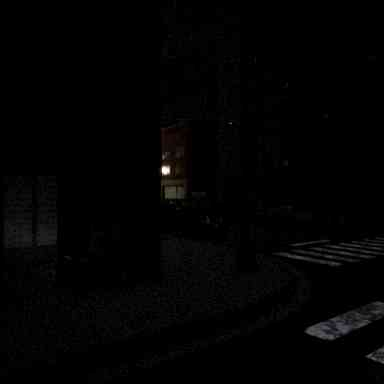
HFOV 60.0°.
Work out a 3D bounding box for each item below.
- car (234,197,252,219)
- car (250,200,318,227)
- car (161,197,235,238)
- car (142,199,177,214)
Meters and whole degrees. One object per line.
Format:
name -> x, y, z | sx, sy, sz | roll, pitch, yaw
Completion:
car -> 2.939, 1.313, 27.160 | 2.192, 1.841, 5.009 | 0, 0, -35
car -> 6.129, 1.529, 22.669 | 1.752, 1.417, 4.829 | 0, 0, -35
car -> -0.317, 1.285, 17.889 | 2.192, 1.841, 5.009 | 0, 0, -35
car -> -3.643, 1.530, 36.417 | 1.887, 1.381, 4.507 | 0, 0, -35
